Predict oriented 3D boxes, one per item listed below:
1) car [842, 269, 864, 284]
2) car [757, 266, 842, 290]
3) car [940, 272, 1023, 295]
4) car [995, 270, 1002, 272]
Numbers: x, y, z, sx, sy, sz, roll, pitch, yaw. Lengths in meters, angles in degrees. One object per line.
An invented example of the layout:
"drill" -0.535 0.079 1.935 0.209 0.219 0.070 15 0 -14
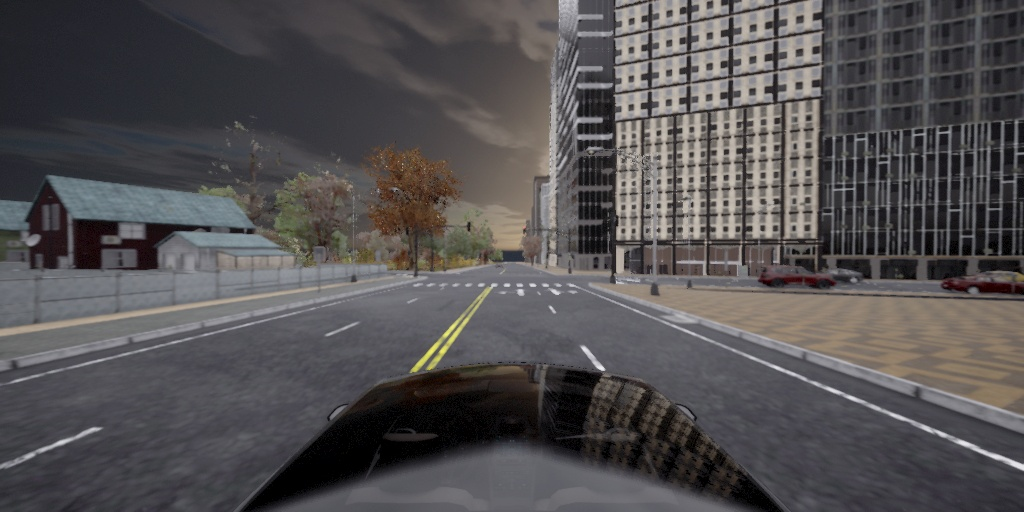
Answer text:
"car" 31.045 1.889 34.708 4.403 1.370 2.007 0 0 20
"car" 23.012 1.744 29.258 5.009 1.841 2.192 0 0 20
"car" 33.658 2.018 25.360 4.507 1.381 1.888 0 0 20
"car" 41.532 1.908 30.868 4.829 1.417 1.751 0 0 20
